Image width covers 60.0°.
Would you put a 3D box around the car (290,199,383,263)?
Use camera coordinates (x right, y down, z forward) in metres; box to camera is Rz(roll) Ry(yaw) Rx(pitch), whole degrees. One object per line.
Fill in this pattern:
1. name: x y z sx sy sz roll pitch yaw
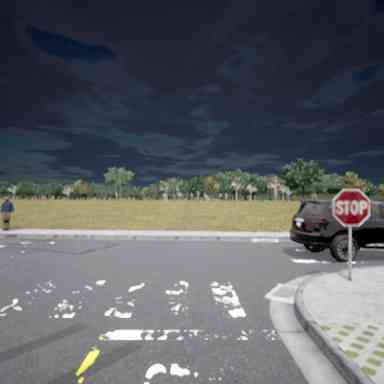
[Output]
1. car: 6.451 1.327 12.204 5.566 2.045 2.150 2 -1 -9

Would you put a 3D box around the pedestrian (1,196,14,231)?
1. pedestrian: -9.692 1.099 17.399 0.375 1.860 0.375 0 -1 0
